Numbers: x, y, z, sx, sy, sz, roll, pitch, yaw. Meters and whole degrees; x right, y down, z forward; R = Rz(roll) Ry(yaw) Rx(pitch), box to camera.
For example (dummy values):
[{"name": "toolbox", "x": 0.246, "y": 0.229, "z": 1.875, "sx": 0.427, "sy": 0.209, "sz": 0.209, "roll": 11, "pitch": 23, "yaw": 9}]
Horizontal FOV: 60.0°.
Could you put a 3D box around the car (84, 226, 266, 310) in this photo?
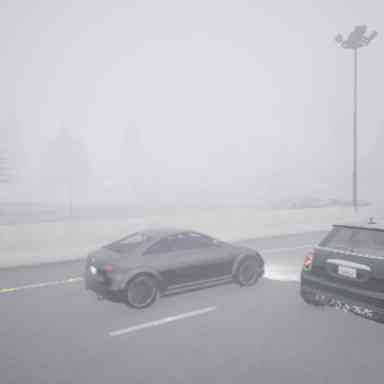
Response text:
[{"name": "car", "x": -0.280, "y": 1.502, "z": 7.709, "sx": 4.181, "sy": 1.385, "sz": 1.994, "roll": 0, "pitch": 1, "yaw": -34}]

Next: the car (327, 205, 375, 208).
[{"name": "car", "x": 13.572, "y": 1.380, "z": 28.396, "sx": 4.718, "sy": 1.301, "sz": 1.895, "roll": 0, "pitch": 1, "yaw": -27}]

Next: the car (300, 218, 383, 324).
[{"name": "car", "x": 4.274, "y": 1.299, "z": 6.521, "sx": 4.553, "sy": 1.767, "sz": 2.097, "roll": 0, "pitch": 0, "yaw": -33}]
